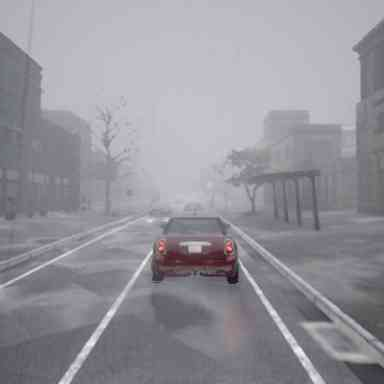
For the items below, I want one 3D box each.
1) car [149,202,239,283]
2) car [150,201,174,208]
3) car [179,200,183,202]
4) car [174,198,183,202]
[{"bbox_3d":[0.082,1.336,9.807,2.097,1.767,4.553,0,0,0],"label":"car"},{"bbox_3d":[-3.094,1.686,32.445,1.812,1.442,4.674,0,-1,0],"label":"car"},{"bbox_3d":[0.098,1.664,28.688,2.033,1.411,5.357,0,-1,0],"label":"car"},{"bbox_3d":[-2.989,2.040,72.953,1.994,1.385,4.181,0,0,0],"label":"car"}]
